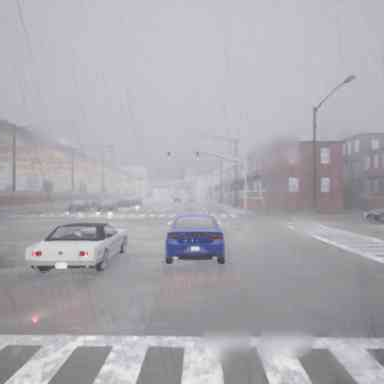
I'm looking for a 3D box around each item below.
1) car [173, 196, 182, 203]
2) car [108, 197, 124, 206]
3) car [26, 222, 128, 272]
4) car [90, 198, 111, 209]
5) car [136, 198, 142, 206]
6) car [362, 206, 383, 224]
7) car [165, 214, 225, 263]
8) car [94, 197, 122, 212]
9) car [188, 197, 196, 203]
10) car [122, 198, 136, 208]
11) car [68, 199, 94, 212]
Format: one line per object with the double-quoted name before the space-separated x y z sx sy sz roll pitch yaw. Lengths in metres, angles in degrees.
"car" -3.502 1.801 80.354 1.837 1.490 4.892 0 0 0
"car" -14.002 1.736 61.325 1.837 1.490 4.892 0 0 0
"car" -3.402 1.643 10.891 1.895 1.301 4.718 0 0 0
"car" -14.031 1.698 51.254 1.837 1.490 4.892 0 0 1
"car" -10.502 1.835 62.143 1.895 1.301 4.718 0 0 0
"car" 15.711 1.586 25.517 4.902 1.511 2.128 0 0 0
"car" 0.099 1.524 12.229 1.882 1.535 5.008 0 0 0
"car" -10.586 1.685 42.260 1.812 1.442 4.674 0 0 -1
"car" -0.002 1.841 80.404 2.033 1.411 5.357 0 0 0
"car" -10.521 1.760 51.960 1.994 1.385 4.181 0 0 1
"car" -14.086 1.685 42.058 1.812 1.442 4.674 0 0 0
